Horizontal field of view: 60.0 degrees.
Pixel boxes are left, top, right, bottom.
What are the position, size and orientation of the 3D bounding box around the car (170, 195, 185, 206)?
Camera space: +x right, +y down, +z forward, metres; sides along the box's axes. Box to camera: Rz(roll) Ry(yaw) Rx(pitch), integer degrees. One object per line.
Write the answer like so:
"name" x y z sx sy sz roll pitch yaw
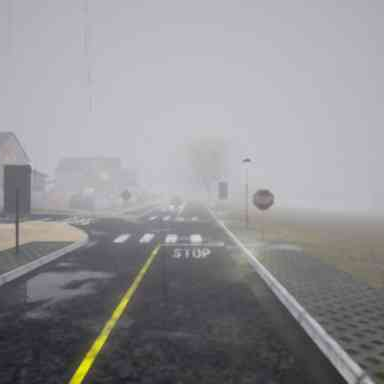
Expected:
"car" -2.576 1.481 54.994 1.882 1.535 5.008 0 1 0
